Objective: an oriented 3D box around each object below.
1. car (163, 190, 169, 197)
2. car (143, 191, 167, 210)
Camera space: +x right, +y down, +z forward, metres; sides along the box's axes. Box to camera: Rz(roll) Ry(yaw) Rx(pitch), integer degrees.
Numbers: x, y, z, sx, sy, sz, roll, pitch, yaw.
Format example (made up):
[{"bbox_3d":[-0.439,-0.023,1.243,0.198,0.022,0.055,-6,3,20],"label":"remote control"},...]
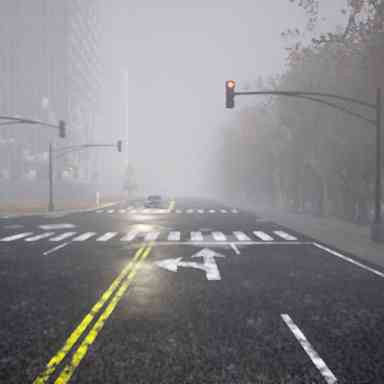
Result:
[{"bbox_3d":[-6.181,0.355,75.854,1.812,1.442,4.674,0,1,-5],"label":"car"},{"bbox_3d":[-3.806,1.028,33.906,1.837,1.490,4.892,0,3,-2],"label":"car"}]
